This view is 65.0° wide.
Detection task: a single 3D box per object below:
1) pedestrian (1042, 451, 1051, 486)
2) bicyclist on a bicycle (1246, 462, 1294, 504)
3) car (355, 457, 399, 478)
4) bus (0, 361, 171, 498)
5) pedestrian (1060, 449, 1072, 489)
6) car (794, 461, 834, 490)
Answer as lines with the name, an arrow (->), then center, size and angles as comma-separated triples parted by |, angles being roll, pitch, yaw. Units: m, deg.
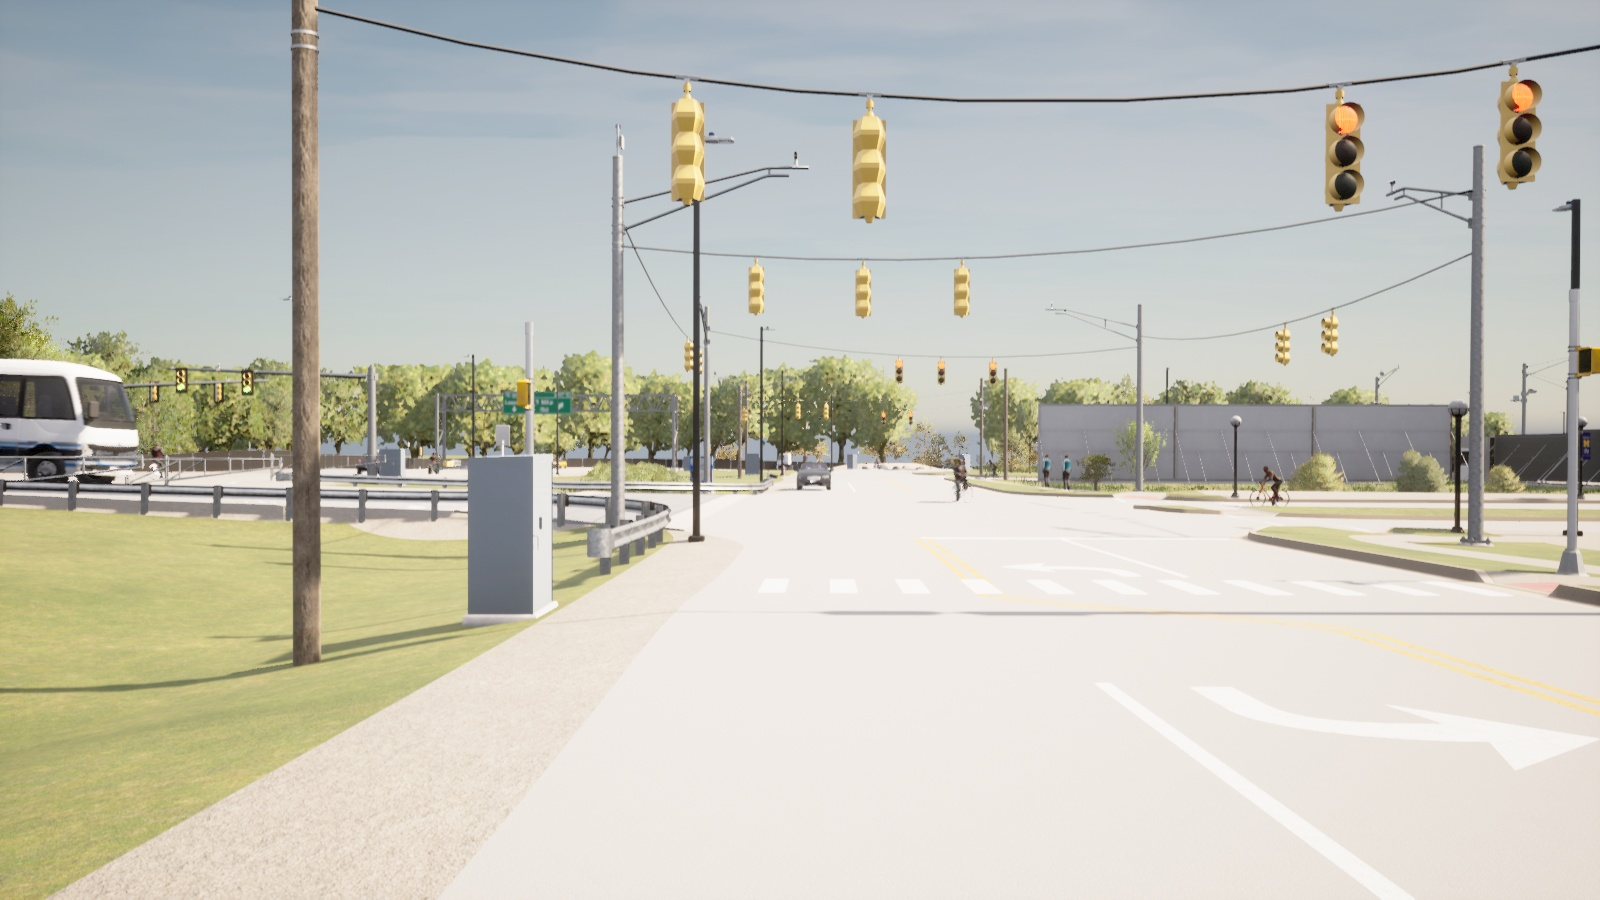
pedestrian -> 13.715, 1.019, 69.870 | 0.396, 1.930, 0.692 | 0, 1, 1
bicyclist on a bicycle -> 18.462, 1.288, 49.338 | 1.656, 1.620, 0.582 | 0, 0, -5
car -> -29.939, 1.234, 89.021 | 1.845, 1.501, 3.633 | 0, -1, 1
bus -> -27.086, -0.696, 41.763 | 10.273, 4.253, 3.944 | 1, -1, 1
pedestrian -> 13.220, 0.942, 62.382 | 0.396, 1.930, 0.692 | 0, 1, -1
car -> 0.786, 1.351, 68.339 | 2.128, 1.511, 4.902 | 0, 0, 1
